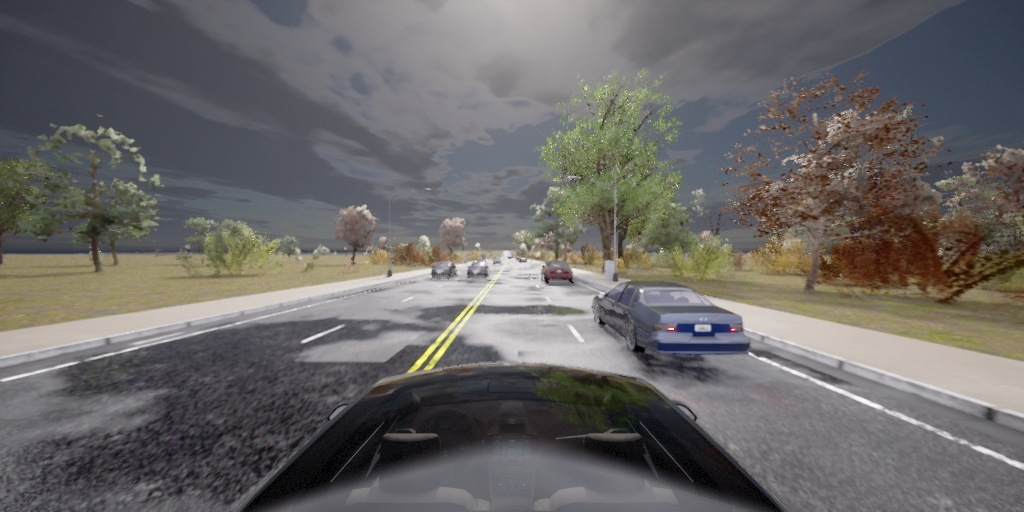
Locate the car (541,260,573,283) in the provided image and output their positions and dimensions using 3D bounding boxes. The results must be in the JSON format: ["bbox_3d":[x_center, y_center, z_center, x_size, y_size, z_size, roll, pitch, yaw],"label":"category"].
[{"bbox_3d":[3.462,1.134,28.319,2.097,1.767,4.553,0,0,0],"label":"car"}]

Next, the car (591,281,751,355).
[{"bbox_3d":[3.364,1.314,8.797,2.033,1.411,5.357,0,0,0],"label":"car"}]

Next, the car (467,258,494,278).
[{"bbox_3d":[-3.200,1.261,34.421,2.128,1.511,4.902,0,0,0],"label":"car"}]

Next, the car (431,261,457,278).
[{"bbox_3d":[-6.450,1.254,34.419,2.128,1.511,4.902,0,0,0],"label":"car"}]
